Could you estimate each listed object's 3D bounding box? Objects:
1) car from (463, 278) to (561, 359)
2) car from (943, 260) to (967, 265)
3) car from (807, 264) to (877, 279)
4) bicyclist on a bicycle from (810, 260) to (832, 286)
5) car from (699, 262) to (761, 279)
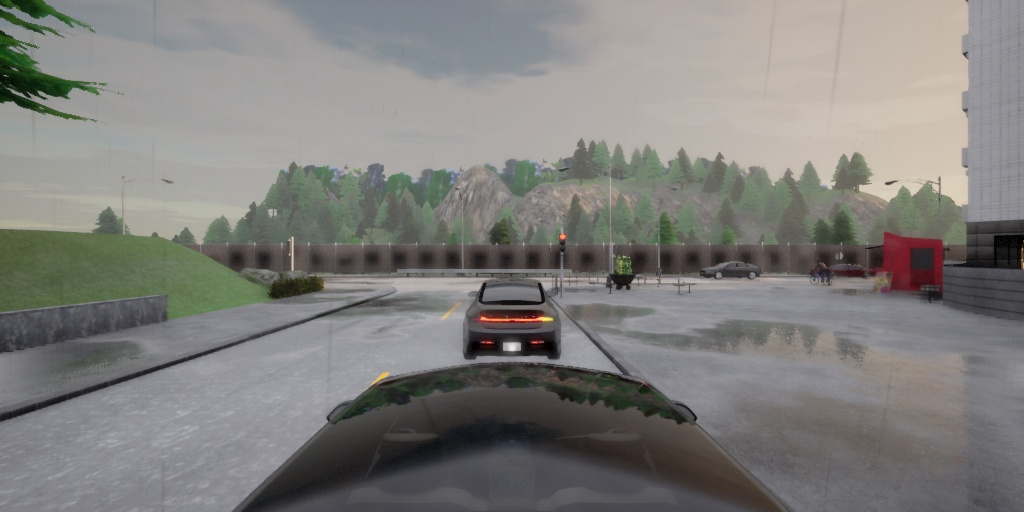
[{"bbox_3d":[-0.001,1.255,8.357,1.837,1.490,4.892,0,0,0],"label":"car"},{"bbox_3d":[38.831,1.102,31.541,4.553,1.767,2.097,0,0,0],"label":"car"},{"bbox_3d":[28.943,1.351,31.470,4.718,1.301,1.895,0,0,0],"label":"car"},{"bbox_3d":[19.804,1.099,22.992,0.582,1.620,1.656,0,0,-1],"label":"bicyclist on a bicycle"},{"bbox_3d":[19.046,1.255,31.384,4.892,1.490,1.837,0,0,-1],"label":"car"}]
